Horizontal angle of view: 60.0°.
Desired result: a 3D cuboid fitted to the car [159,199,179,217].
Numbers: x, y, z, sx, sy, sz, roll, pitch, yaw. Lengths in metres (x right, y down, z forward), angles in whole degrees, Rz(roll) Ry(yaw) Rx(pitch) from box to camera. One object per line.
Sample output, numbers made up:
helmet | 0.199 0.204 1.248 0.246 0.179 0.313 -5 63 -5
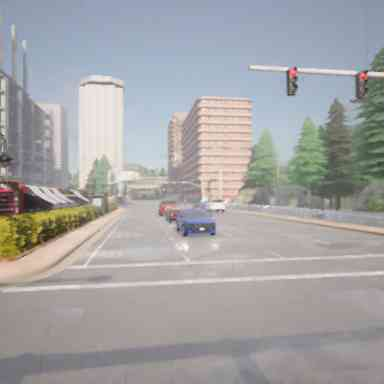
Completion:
car | -2.881 1.881 40.869 2.150 2.045 5.566 -1 0 -9

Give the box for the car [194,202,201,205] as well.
car | 1.602 2.426 58.482 2.033 1.411 5.357 -1 -1 -9

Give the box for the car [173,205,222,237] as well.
car | 0.182 1.797 20.682 1.882 1.535 5.008 -1 -1 -9

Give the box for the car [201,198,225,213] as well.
car | 3.248 1.921 47.957 2.150 2.045 5.566 -1 -1 -8

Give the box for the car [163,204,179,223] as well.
car | -1.307 2.087 30.475 1.895 1.301 4.718 -1 -1 -9
